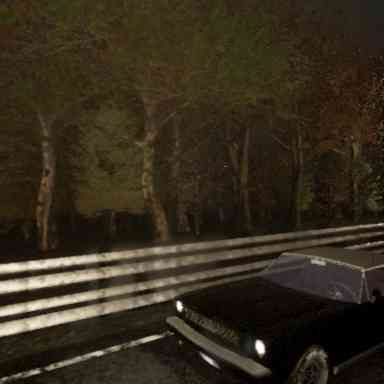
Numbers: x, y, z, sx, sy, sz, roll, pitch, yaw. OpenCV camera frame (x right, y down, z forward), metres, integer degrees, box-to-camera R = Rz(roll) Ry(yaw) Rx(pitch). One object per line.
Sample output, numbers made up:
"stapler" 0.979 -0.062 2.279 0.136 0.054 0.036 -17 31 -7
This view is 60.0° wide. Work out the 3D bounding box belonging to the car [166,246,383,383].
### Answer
"car" 2.000 1.606 5.066 4.718 1.301 1.895 0 0 -35
